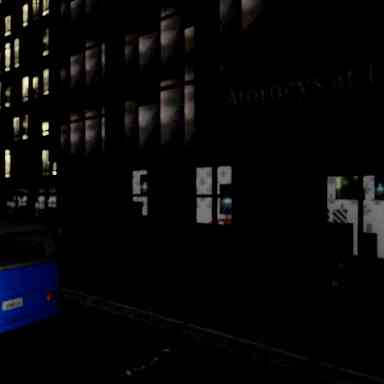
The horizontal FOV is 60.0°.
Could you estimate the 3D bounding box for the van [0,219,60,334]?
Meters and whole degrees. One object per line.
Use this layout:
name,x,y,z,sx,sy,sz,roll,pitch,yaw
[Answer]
van,-4.011,1.332,5.744,3.998,1.788,1.690,0,0,36
